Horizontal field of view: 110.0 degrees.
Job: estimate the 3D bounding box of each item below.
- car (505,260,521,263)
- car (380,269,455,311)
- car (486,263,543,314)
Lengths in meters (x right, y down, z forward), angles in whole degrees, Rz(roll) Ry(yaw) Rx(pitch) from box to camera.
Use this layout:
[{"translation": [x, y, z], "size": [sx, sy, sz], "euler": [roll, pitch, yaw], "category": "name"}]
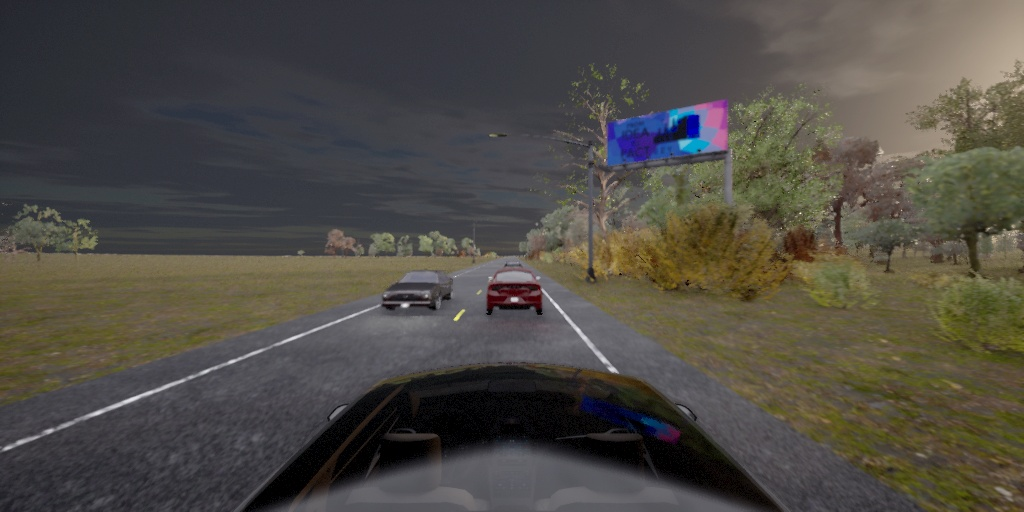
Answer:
[{"translation": [0.096, 1.147, 33.065], "size": [2.128, 1.511, 4.902], "euler": [0, 0, 0], "category": "car"}, {"translation": [-3.543, 1.259, 14.586], "size": [2.033, 1.411, 5.357], "euler": [0, 0, 1], "category": "car"}, {"translation": [0.086, 1.192, 13.618], "size": [1.882, 1.535, 5.008], "euler": [0, 0, 0], "category": "car"}]
